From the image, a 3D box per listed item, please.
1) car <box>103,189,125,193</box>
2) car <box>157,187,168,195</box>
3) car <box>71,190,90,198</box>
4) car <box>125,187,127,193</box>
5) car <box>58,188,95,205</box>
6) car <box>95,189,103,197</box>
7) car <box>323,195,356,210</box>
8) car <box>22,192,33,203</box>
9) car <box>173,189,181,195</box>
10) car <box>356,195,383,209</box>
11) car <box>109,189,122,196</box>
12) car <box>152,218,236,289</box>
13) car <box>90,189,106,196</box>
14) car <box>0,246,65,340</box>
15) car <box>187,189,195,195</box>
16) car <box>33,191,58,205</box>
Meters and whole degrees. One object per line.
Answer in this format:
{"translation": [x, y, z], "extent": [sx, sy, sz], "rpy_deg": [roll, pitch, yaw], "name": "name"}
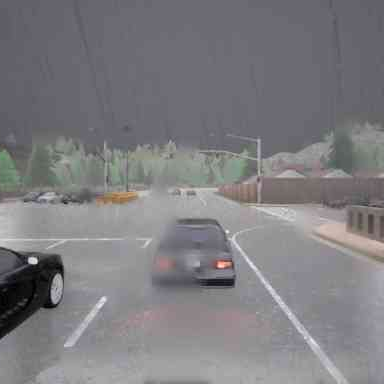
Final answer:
{"translation": [-14.217, 0.249, 60.717], "extent": [2.097, 1.767, 4.553], "rpy_deg": [0, 1, 0], "name": "car"}
{"translation": [-7.207, -0.261, 81.159], "extent": [2.150, 2.045, 5.566], "rpy_deg": [0, 1, 0], "name": "car"}
{"translation": [-21.190, 0.321, 63.555], "extent": [1.882, 1.535, 5.008], "rpy_deg": [0, 1, 0], "name": "car"}
{"translation": [-14.195, -0.180, 76.105], "extent": [2.150, 2.045, 5.566], "rpy_deg": [0, 1, 0], "name": "car"}
{"translation": [-14.205, 0.485, 41.320], "extent": [2.150, 2.045, 5.566], "rpy_deg": [0, 1, 0], "name": "car"}
{"translation": [-17.696, 0.392, 63.583], "extent": [2.033, 1.411, 5.357], "rpy_deg": [0, 1, 0], "name": "car"}
{"translation": [15.818, 0.973, 32.699], "extent": [5.357, 1.411, 2.033], "rpy_deg": [0, 1, 2], "name": "car"}
{"translation": [-21.213, 0.689, 45.322], "extent": [1.837, 1.490, 4.892], "rpy_deg": [0, 2, 0], "name": "car"}
{"translation": [-3.709, 0.026, 81.904], "extent": [2.128, 1.511, 4.902], "rpy_deg": [0, 1, 0], "name": "car"}
{"translation": [17.798, 1.041, 29.131], "extent": [5.357, 1.411, 2.033], "rpy_deg": [0, 1, 2], "name": "car"}
{"translation": [-17.697, 0.063, 77.196], "extent": [1.882, 1.535, 5.008], "rpy_deg": [0, 1, 0], "name": "car"}
{"translation": [0.089, 1.417, 8.986], "extent": [2.033, 1.411, 5.357], "rpy_deg": [0, 1, 1], "name": "car"}
{"translation": [-21.192, 0.146, 75.255], "extent": [2.128, 1.511, 4.902], "rpy_deg": [0, 1, 0], "name": "car"}
{"translation": [-3.453, 1.421, 4.613], "extent": [1.882, 1.535, 5.008], "rpy_deg": [0, 1, 0], "name": "car"}
{"translation": [-0.211, 0.042, 82.498], "extent": [1.994, 1.385, 4.181], "rpy_deg": [0, 1, 0], "name": "car"}
{"translation": [-17.704, 0.778, 41.833], "extent": [1.812, 1.442, 4.674], "rpy_deg": [0, 1, 0], "name": "car"}
